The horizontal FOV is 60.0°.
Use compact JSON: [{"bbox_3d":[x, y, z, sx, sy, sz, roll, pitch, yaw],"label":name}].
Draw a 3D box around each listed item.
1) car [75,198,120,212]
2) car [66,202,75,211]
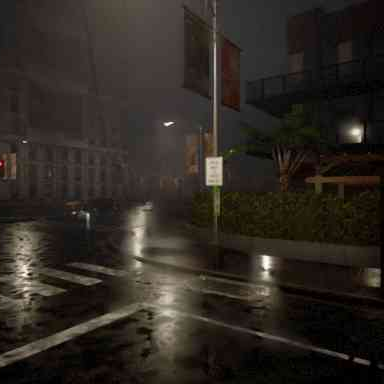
[{"bbox_3d":[-10.527,1.505,38.309,1.837,1.490,4.892,0,0,36],"label":"car"},{"bbox_3d":[-13.024,1.477,40.851,1.882,1.535,5.008,0,0,35],"label":"car"}]
